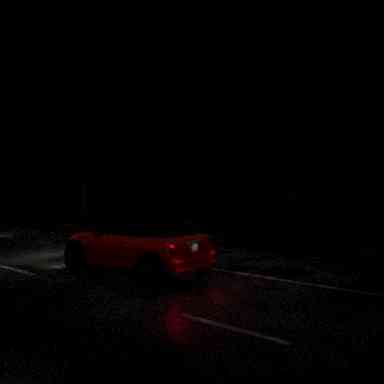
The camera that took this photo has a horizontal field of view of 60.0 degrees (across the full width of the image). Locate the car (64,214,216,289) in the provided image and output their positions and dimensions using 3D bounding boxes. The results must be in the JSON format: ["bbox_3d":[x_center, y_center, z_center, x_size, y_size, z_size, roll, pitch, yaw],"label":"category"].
[{"bbox_3d":[-1.644,1.405,9.544,4.553,1.767,2.097,0,0,36],"label":"car"}]
